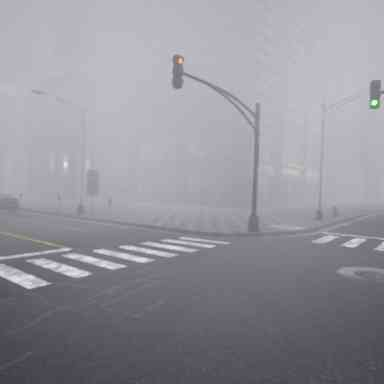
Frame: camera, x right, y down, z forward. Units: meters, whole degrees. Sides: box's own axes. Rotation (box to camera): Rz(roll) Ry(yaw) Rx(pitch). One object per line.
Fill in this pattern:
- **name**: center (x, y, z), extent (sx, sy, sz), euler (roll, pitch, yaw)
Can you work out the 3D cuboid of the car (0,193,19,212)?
- **car**: center (-14.604, 0.740, 24.791), extent (4.507, 1.381, 1.887), euler (2, 1, 38)
